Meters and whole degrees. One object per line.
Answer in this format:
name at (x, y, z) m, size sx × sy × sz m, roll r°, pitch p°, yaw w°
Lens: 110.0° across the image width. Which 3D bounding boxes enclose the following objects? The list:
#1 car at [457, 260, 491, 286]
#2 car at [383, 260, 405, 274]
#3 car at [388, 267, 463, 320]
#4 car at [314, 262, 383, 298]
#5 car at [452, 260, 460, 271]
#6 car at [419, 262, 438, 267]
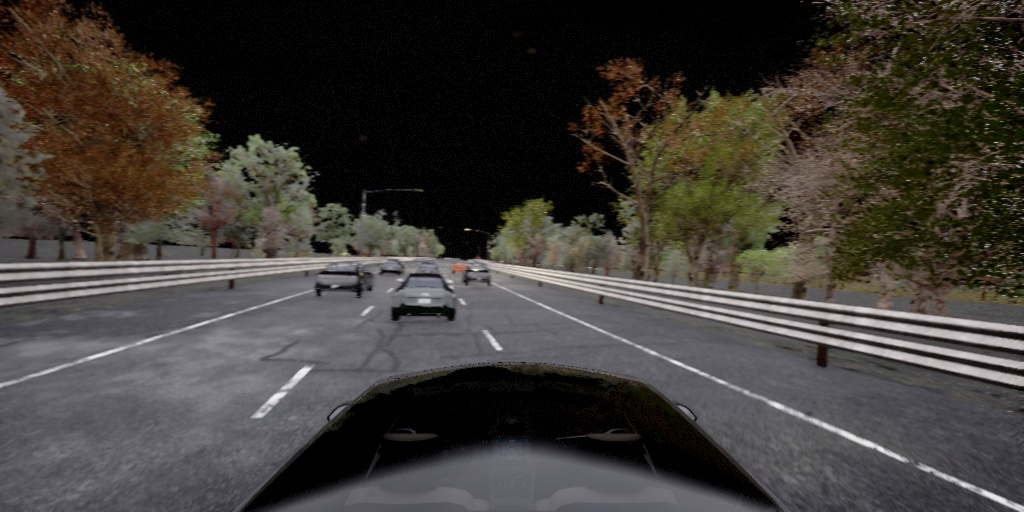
car at (-2.705, 1.360, 26.642) m, size 2.128 × 1.511 × 4.902 m, roll 3°, pitch -1°, yaw -12°
car at (-11.585, 1.087, 34.936) m, size 1.994 × 1.385 × 4.181 m, roll 3°, pitch -1°, yaw -12°
car at (-2.995, 1.273, 12.338) m, size 1.994 × 1.385 × 4.181 m, roll 3°, pitch -1°, yaw -13°
car at (-7.593, 1.019, 16.652) m, size 2.128 × 1.511 × 4.902 m, roll 3°, pitch -1°, yaw -13°
car at (-6.231, 1.230, 43.651) m, size 2.097 × 1.767 × 4.553 m, roll 3°, pitch -1°, yaw -11°
car at (-6.946, 1.242, 29.797) m, size 2.033 × 1.411 × 5.357 m, roll 3°, pitch -1°, yaw -12°
